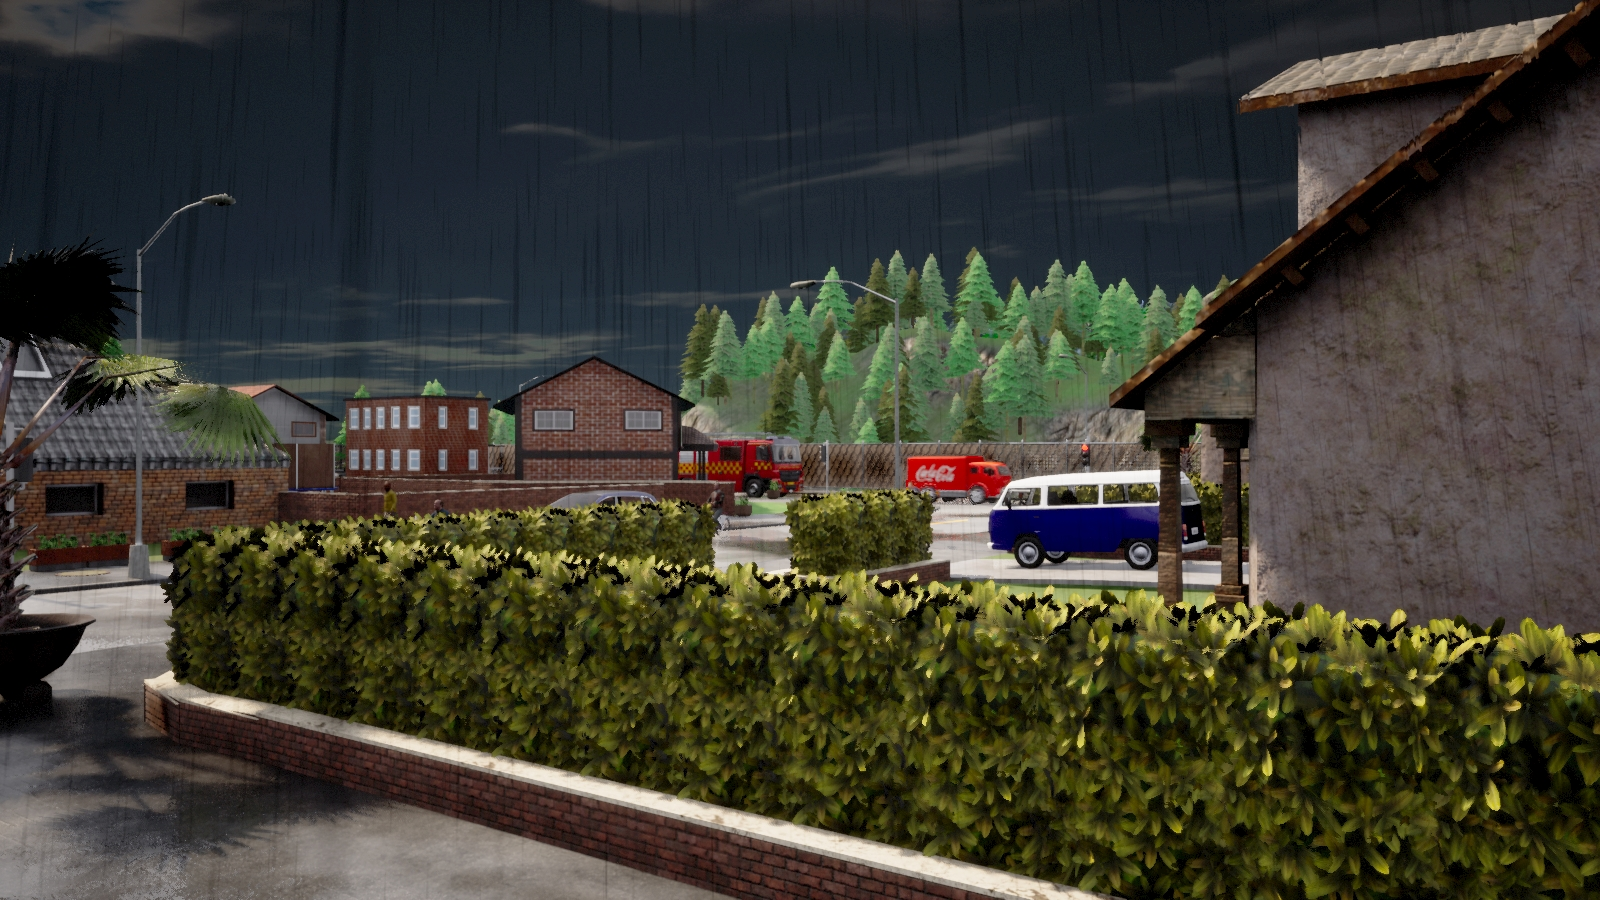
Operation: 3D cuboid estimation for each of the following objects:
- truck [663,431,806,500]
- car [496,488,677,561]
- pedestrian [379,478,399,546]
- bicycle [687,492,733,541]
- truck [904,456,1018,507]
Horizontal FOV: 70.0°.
[{"bbox_3d":[-3.974,0.874,67.647,8.468,3.827,2.891,0,0,35],"label":"truck"},{"bbox_3d":[-5.756,1.958,31.296,2.242,1.667,4.611,0,0,35],"label":"car"},{"bbox_3d":[-11.509,1.732,32.029,0.375,1.860,0.375,0,0,33],"label":"pedestrian"},{"bbox_3d":[-2.786,2.050,35.582,0.329,1.471,1.835,0,-1,35],"label":"bicycle"},{"bbox_3d":[8.315,1.556,59.053,5.204,2.467,2.627,0,0,35],"label":"truck"}]
